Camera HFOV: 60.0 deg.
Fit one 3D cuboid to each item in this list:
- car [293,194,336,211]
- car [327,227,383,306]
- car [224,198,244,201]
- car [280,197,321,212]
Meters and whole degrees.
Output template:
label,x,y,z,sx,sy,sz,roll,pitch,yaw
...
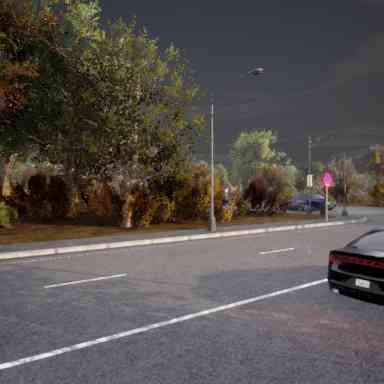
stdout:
label,x,y,z,sx,sy,sz,roll,pitch,yaw
car,14.748,1.216,40.683,2.150,2.045,5.566,0,0,-31
car,5.051,1.477,7.370,5.008,1.535,1.882,0,0,-36
car,6.612,1.508,53.478,2.033,1.411,5.357,0,0,-32
car,12.144,1.560,38.214,1.994,1.385,4.181,0,0,-32
